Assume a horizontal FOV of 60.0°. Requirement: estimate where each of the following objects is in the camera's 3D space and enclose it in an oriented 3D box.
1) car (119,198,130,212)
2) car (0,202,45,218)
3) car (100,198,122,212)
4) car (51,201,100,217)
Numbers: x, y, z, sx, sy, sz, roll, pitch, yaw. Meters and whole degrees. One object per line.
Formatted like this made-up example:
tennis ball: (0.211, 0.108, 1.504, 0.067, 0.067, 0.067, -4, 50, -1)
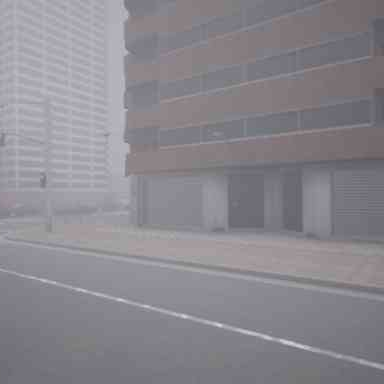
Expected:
car: (-6.623, 1.883, 44.299, 2.033, 1.411, 5.357, -1, 0, 35)
car: (-17.524, 1.852, 34.839, 1.882, 1.535, 5.008, -1, 0, 35)
car: (-11.548, 1.879, 43.378, 1.837, 1.490, 4.892, -1, 0, 35)
car: (-12.657, 1.937, 35.690, 1.895, 1.301, 4.718, -1, 0, 35)
